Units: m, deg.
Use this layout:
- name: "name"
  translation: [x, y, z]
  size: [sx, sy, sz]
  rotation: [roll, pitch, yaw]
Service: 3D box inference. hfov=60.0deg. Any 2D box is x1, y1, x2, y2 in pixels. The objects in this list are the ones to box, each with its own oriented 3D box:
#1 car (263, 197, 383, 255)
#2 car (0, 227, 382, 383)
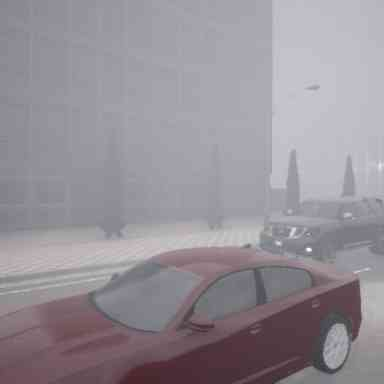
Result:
- name: "car"
  translation: [4.896, 1.213, 11.768]
  size: [5.566, 2.045, 2.150]
  rotation: [0, 0, -35]
- name: "car"
  translation: [0.080, 1.476, 4.048]
  size: [5.008, 1.535, 1.882]
  rotation: [0, 0, -35]
